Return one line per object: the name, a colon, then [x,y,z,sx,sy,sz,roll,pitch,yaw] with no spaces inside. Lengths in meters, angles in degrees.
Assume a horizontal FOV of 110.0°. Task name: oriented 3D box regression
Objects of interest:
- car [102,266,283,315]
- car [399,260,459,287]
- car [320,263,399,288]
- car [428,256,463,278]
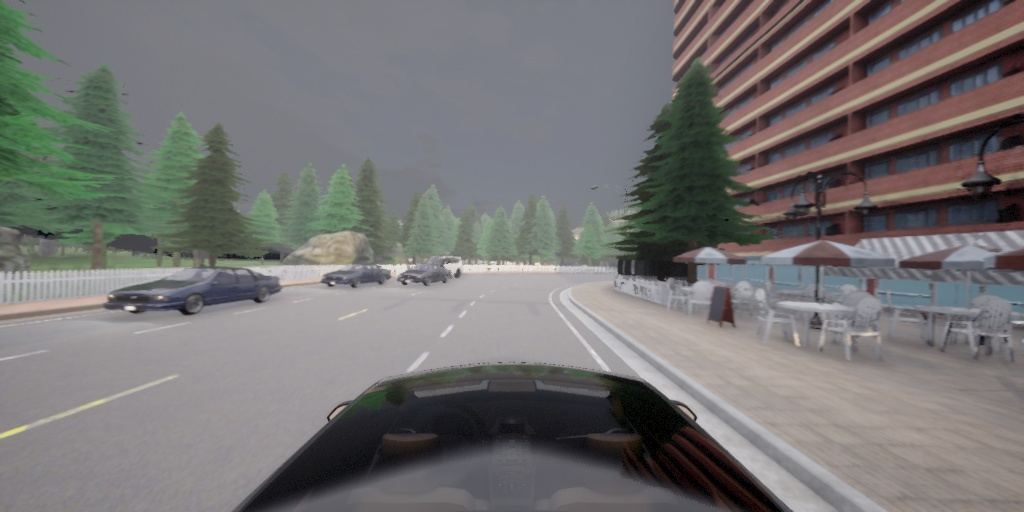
car: [-10.460,1.078,12.532,2.033,1.411,5.357,2,0,1]
car: [-5.843,1.223,24.861,2.033,1.411,5.357,2,0,13]
car: [-9.689,1.183,22.921,2.033,1.411,5.357,2,0,10]
car: [-6.625,1.030,33.211,2.150,2.045,5.566,1,-1,24]
